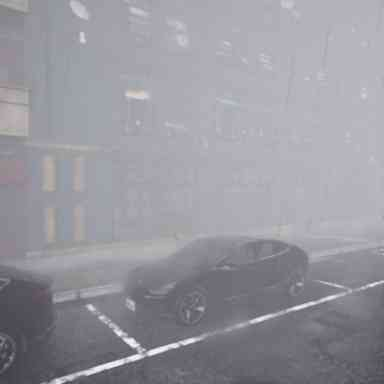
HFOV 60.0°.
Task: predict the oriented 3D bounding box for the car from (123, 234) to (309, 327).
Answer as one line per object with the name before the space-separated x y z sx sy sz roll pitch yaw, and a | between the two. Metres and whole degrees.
car | 0.706 1.607 7.072 4.313 1.339 1.947 1 -1 -35

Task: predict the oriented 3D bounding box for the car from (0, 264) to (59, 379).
car | -3.841 1.558 3.836 4.313 1.339 1.947 1 -1 -35
